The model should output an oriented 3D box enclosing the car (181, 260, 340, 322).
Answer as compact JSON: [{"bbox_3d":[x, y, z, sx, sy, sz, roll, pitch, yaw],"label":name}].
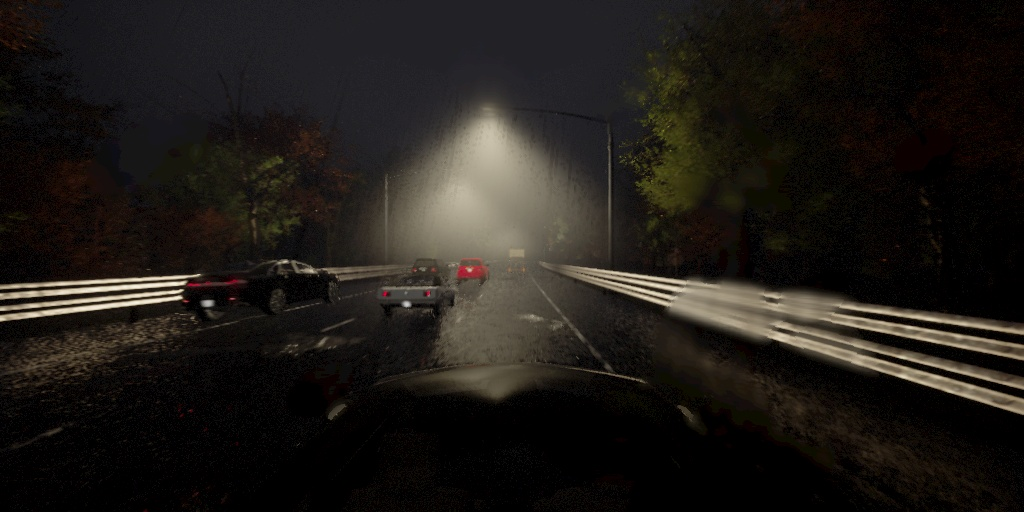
[{"bbox_3d":[-6.880,0.879,10.504,2.128,1.511,4.902,-4,0,0],"label":"car"}]

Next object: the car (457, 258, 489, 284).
[{"bbox_3d":[-3.175,1.224,29.996,2.150,2.045,5.566,0,0,1],"label":"car"}]

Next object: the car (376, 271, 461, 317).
[{"bbox_3d":[-3.240,1.378,13.177,1.895,1.301,4.718,0,-5,-1],"label":"car"}]

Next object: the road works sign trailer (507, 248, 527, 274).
[{"bbox_3d":[0.663,0.633,50.065,2.380,3.560,2.880,0,0,2],"label":"road works sign trailer"}]

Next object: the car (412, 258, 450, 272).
[{"bbox_3d":[-6.661,1.221,29.919,2.150,2.045,5.566,0,-1,1],"label":"car"}]
